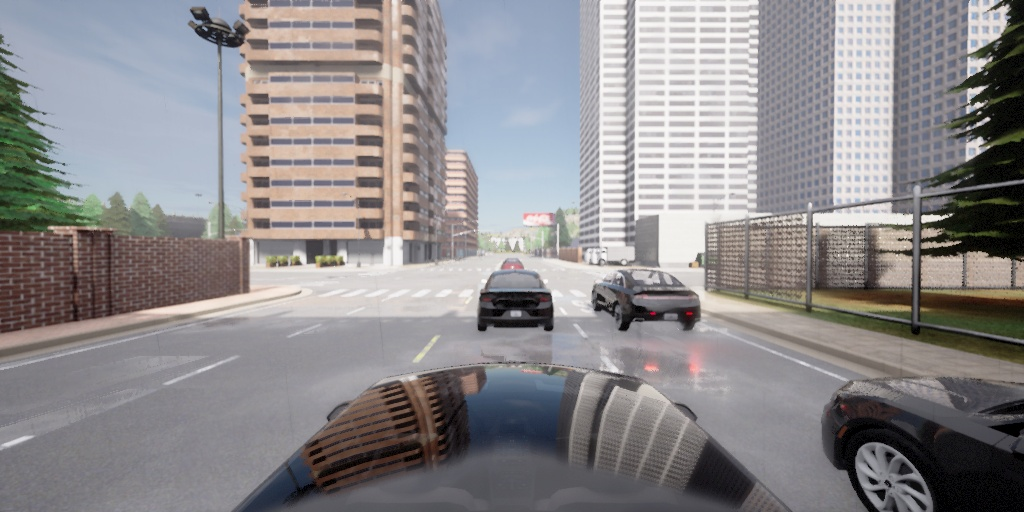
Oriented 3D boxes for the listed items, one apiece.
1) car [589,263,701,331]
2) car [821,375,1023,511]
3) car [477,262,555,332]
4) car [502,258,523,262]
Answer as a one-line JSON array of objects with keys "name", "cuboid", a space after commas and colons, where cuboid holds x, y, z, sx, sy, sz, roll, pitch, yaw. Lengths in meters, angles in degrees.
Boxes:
[{"name": "car", "cuboid": [3.606, 1.122, 10.483, 2.128, 1.511, 4.902, 0, 1, 1]}, {"name": "car", "cuboid": [3.607, 1.263, 1.093, 1.837, 1.490, 4.892, 0, 1, 0]}, {"name": "car", "cuboid": [0.084, 1.108, 10.483, 1.882, 1.535, 5.008, 0, 1, 0]}, {"name": "car", "cuboid": [0.035, 0.872, 33.090, 1.994, 1.385, 4.181, 0, 1, 0]}]
